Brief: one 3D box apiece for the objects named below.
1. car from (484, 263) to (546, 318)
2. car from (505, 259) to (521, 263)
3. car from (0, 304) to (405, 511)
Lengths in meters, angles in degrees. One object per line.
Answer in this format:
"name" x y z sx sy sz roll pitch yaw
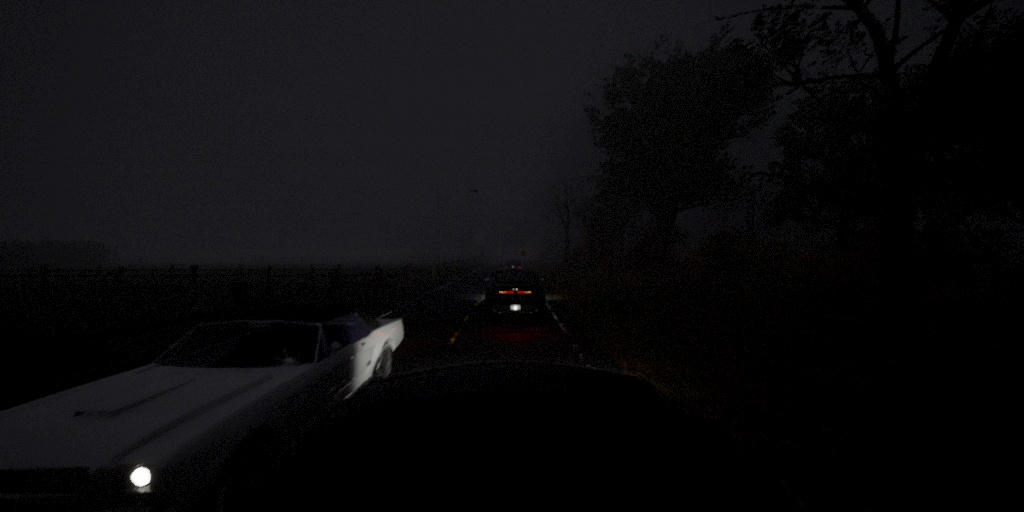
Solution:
"car" 0.099 1.165 12.484 1.837 1.490 4.892 0 1 0
"car" 0.093 1.016 34.362 2.033 1.411 5.357 0 1 0
"car" -2.852 1.330 4.198 1.895 1.301 4.718 0 1 0
